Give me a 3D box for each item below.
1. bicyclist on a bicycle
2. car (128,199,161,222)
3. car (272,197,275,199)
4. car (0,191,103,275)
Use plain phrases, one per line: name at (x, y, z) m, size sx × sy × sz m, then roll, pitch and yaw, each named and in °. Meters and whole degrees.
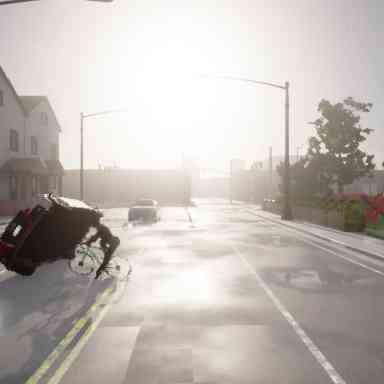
bicyclist on a bicycle at (-2.316, 1.431, 8.411) m, size 1.656 × 1.620 × 0.582 m, roll 6°, pitch 11°, yaw 3°
car at (-3.653, 1.352, 26.030) m, size 2.097 × 1.767 × 4.553 m, roll 0°, pitch 0°, yaw 0°
car at (15.167, 1.220, 53.107) m, size 5.566 × 2.045 × 2.150 m, roll 0°, pitch 0°, yaw -1°
car at (-4.238, 1.033, 9.930) m, size 1.385 × 1.994 × 4.181 m, roll 32°, pitch -3°, yaw 5°
